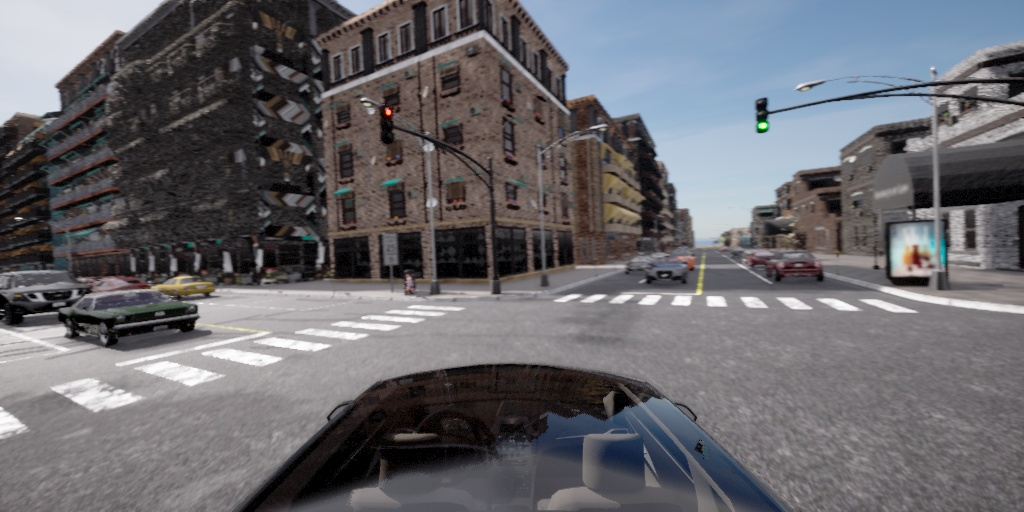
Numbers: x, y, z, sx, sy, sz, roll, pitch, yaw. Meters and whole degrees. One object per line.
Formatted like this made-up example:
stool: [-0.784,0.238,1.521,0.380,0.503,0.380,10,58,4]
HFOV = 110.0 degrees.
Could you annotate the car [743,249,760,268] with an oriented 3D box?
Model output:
car: [19.960,0.225,28.728,1.802,1.307,4.207,0,0,28]

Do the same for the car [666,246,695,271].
car: [13.611,0.255,29.123,2.097,1.767,4.553,-2,1,29]

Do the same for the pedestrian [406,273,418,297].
pedestrian: [-4.458,1.236,15.720,0.500,1.100,0.500,-2,1,28]

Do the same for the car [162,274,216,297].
car: [-20.011,1.819,21.858,4.829,1.417,1.751,0,0,28]

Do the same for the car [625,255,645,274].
car: [9.883,0.622,27.682,2.007,1.370,4.403,0,0,28]

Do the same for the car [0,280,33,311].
car: [-29.061,2.212,20.083,5.008,1.535,1.882,-2,1,28]

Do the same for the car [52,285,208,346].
car: [-11.500,1.712,10.768,4.718,1.301,1.895,-2,1,28]

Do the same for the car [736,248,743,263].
car: [22.661,0.035,33.741,2.007,1.370,4.403,0,0,28]

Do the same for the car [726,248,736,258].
car: [30.763,-0.435,48.781,2.007,1.370,4.403,0,0,28]

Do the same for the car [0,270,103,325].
car: [-20.238,1.639,15.391,5.566,2.045,2.150,-2,1,28]

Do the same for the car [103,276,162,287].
car: [-21.715,1.935,19.818,4.674,1.442,1.812,-2,1,28]

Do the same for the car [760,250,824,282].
car: [14.560,0.400,18.700,1.967,1.591,4.097,0,0,28]

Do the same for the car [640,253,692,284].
car: [8.771,0.751,20.191,1.994,1.385,4.181,-2,1,28]
